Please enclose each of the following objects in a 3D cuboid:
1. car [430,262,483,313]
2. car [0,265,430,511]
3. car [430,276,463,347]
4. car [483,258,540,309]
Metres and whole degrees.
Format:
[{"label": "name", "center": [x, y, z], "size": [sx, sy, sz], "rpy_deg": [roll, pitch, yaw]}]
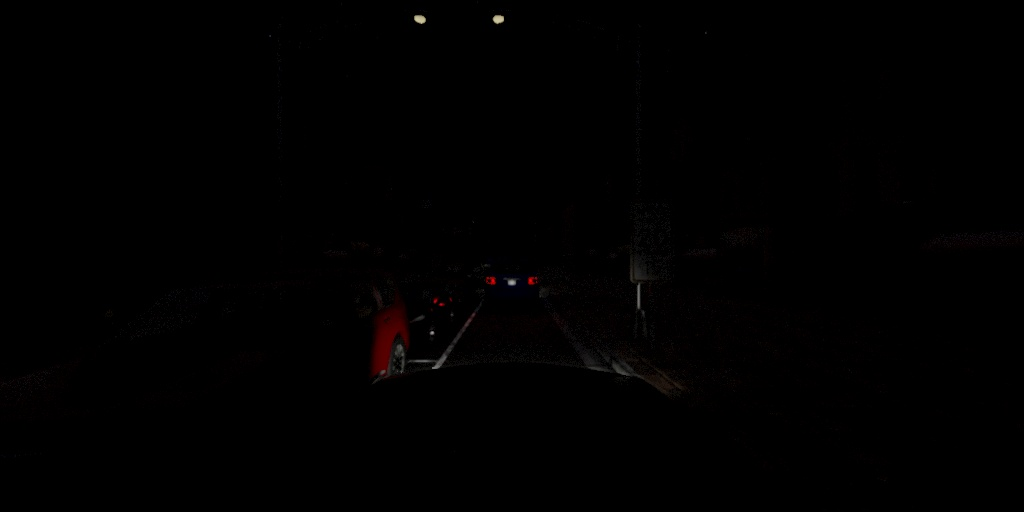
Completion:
[{"label": "car", "center": [-2.642, 1.189, 14.880], "size": [2.192, 1.841, 5.009], "rpy_deg": [0, 0, 0]}, {"label": "car", "center": [-2.638, 1.086, 4.027], "size": [2.192, 1.841, 5.009], "rpy_deg": [0, 0, 0]}, {"label": "car", "center": [-2.640, 1.388, 9.453], "size": [1.948, 1.339, 4.313], "rpy_deg": [0, 0, 0]}, {"label": "car", "center": [-0.003, 1.100, 15.857], "size": [2.150, 2.045, 5.566], "rpy_deg": [0, 0, 0]}]
